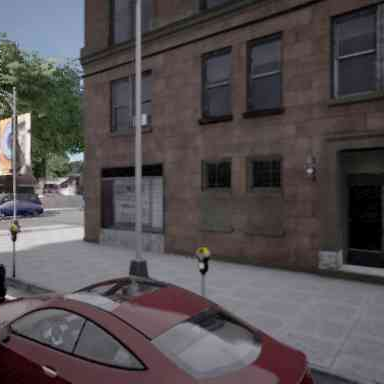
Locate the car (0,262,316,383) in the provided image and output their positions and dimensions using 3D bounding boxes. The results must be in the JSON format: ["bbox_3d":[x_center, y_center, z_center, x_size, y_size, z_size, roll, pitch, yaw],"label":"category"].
[{"bbox_3d":[-0.886,1.584,3.442,4.206,1.307,1.802,0,0,36],"label":"car"}]

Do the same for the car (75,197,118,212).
[{"bbox_3d":[-10.956,1.395,38.366,1.812,1.442,4.674,0,0,35],"label":"car"}]

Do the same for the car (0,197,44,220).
[{"bbox_3d":[-14.687,1.455,27.560,1.812,1.442,4.674,0,0,34],"label":"car"}]

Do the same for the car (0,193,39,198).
[{"bbox_3d":[-16.632,1.146,30.425,2.150,2.045,5.566,0,0,36],"label":"car"}]

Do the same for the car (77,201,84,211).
[{"bbox_3d":[-9.050,1.096,35.451,2.150,2.045,5.566,0,0,35],"label":"car"}]
